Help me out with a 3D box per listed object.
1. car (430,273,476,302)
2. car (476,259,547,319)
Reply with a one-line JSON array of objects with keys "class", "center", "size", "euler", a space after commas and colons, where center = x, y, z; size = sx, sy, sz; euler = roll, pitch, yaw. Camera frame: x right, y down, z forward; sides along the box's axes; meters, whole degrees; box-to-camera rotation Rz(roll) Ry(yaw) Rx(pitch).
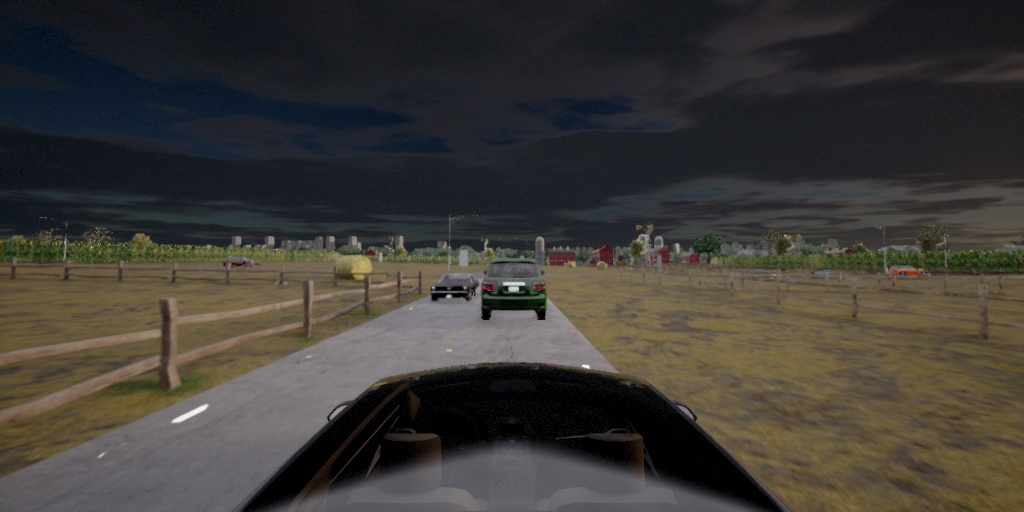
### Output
[{"class": "car", "center": [-2.850, 1.559, 18.445], "size": [1.895, 1.301, 4.718], "euler": [0, -1, 0]}, {"class": "car", "center": [0.075, 1.119, 13.608], "size": [2.150, 2.045, 5.566], "euler": [0, 0, 0]}]
